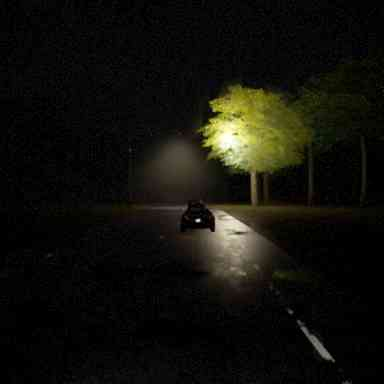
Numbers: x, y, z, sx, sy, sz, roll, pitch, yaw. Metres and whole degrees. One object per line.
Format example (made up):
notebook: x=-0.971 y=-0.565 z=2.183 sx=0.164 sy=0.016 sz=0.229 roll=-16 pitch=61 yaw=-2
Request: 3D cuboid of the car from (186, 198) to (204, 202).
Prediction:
car: x=0.361 y=1.473 z=38.903 sx=1.837 sy=1.490 sz=4.892 roll=0 pitch=0 yaw=0

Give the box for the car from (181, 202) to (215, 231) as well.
car: x=0.351 y=1.517 z=20.110 sx=1.994 sy=1.385 sz=4.181 roll=0 pitch=0 yaw=1
